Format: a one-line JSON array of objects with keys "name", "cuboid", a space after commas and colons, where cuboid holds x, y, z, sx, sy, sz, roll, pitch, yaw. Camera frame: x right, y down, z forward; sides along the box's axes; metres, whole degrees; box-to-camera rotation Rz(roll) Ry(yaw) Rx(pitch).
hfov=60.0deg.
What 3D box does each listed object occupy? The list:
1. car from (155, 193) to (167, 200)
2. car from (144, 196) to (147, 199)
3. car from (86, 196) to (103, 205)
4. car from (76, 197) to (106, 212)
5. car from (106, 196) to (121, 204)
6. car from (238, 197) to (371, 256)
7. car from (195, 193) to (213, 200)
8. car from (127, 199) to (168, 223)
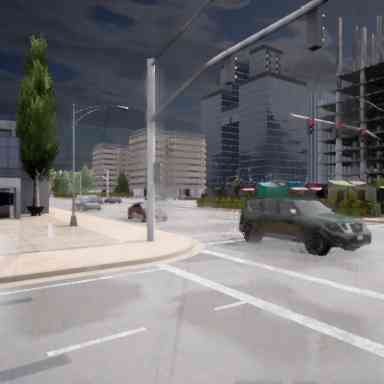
[{"name": "car", "cuboid": [-7.793, 1.156, 78.641, 3.866, 1.878, 1.905, 0, 0, -34]}, {"name": "car", "cuboid": [-9.371, 1.153, 81.068, 4.605, 1.855, 1.932, 0, 0, -34]}, {"name": "car", "cuboid": [-18.284, 1.564, 62.222, 1.994, 1.385, 4.181, 0, 0, -33]}, {"name": "car", "cuboid": [-12.214, 1.601, 39.413, 1.895, 1.301, 4.718, 0, 0, -32]}, {"name": "car", "cuboid": [-15.326, 1.547, 64.118, 2.033, 1.411, 5.357, 0, 0, -34]}, {"name": "car", "cuboid": [4.257, 1.223, 13.689, 2.150, 2.045, 5.566, 0, 0, -33]}, {"name": "car", "cuboid": [3.242, 1.156, 62.414, 3.866, 1.878, 1.905, 0, 0, -34]}, {"name": "car", "cuboid": [-3.581, 1.526, 25.921, 1.812, 1.442, 4.674, 0, 1, -33]}]
